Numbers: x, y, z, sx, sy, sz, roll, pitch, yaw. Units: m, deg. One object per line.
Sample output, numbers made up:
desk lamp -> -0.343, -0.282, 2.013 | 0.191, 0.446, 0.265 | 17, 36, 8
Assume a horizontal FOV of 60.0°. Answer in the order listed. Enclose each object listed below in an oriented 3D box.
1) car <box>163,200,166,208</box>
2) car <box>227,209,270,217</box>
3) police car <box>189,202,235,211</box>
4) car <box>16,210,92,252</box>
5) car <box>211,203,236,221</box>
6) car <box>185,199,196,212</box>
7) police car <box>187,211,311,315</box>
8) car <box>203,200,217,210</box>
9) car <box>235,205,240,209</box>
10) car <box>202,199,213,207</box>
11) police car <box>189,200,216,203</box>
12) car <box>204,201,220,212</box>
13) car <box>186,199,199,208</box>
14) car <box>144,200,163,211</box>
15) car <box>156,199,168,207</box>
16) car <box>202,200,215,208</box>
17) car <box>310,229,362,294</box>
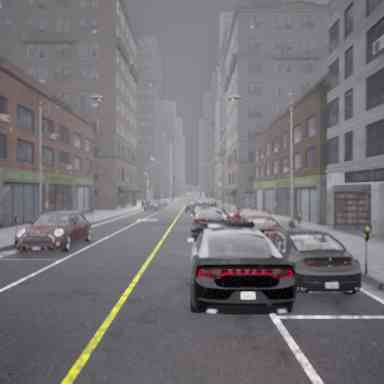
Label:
car -> -5.689, 2.040, 52.803 | 1.947, 1.339, 4.313 | -1, -1, 0
car -> 2.775, 1.668, 14.255 | 1.887, 1.381, 4.507 | -1, -1, 0
police car -> 0.924, 1.581, 17.965 | 1.930, 1.638, 5.238 | 0, -1, 0
car -> -5.752, 1.565, 14.269 | 1.967, 1.590, 4.097 | -1, -1, 0
car -> 2.801, 1.814, 30.769 | 1.887, 1.381, 4.507 | -1, -1, 0
car -> 0.082, 1.921, 44.425 | 1.812, 1.442, 4.674 | 0, 0, 0
police car -> 0.912, 1.494, 7.965 | 1.930, 1.638, 5.238 | 0, -1, 0
car -> 2.836, 2.017, 52.789 | 1.887, 1.381, 4.507 | -1, -1, 0
car -> 2.790, 1.660, 25.266 | 1.967, 1.590, 4.097 | -1, -1, 0
car -> 2.853, 2.120, 63.799 | 1.887, 1.381, 4.507 | -1, -1, 0
police car -> 0.938, 1.634, 23.965 | 1.930, 1.638, 5.238 | 0, -1, 0
car -> 2.827, 1.987, 47.284 | 1.947, 1.339, 4.313 | -1, -1, 0
car -> 0.093, 2.014, 58.163 | 2.128, 1.511, 4.902 | 0, -1, 0
car -> -5.699, 1.863, 47.299 | 1.967, 1.590, 4.097 | -1, -1, 0
car -> -5.672, 2.122, 63.813 | 1.887, 1.381, 4.507 | -1, -1, 0
car -> 2.845, 2.068, 58.294 | 1.887, 1.381, 4.507 | -1, -1, 0
car -> 2.766, 1.626, 8.749 | 2.008, 1.369, 4.403 | -1, -1, 0
